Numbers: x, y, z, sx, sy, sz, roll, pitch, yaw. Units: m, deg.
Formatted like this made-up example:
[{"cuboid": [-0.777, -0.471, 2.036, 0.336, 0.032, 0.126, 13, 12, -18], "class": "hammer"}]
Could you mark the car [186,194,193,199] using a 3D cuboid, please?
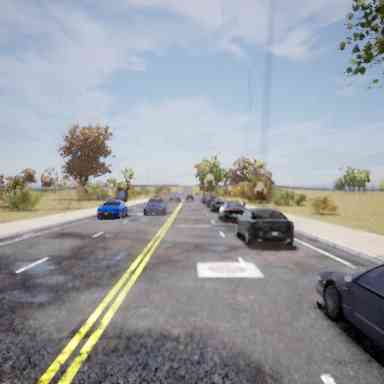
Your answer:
[{"cuboid": [-0.626, 1.170, 95.378, 2.033, 1.411, 5.357, 0, 0, 0], "class": "car"}]

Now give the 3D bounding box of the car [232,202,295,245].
[{"cuboid": [3.225, 1.458, 15.394, 1.882, 1.535, 5.008, 0, 0, 0], "class": "car"}]

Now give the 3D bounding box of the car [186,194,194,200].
[{"cuboid": [-0.492, 1.236, 79.379, 1.812, 1.442, 4.674, 0, 0, 0], "class": "car"}]

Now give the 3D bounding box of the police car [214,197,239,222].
[{"cuboid": [3.177, 1.468, 26.405, 2.038, 1.542, 4.974, 0, 0, 0], "class": "police car"}]

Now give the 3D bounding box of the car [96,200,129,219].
[{"cuboid": [-6.683, 1.438, 28.379, 1.882, 1.535, 5.008, 0, 0, 0], "class": "car"}]

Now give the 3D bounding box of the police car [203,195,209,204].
[{"cuboid": [3.013, 1.342, 48.530, 1.930, 1.638, 5.238, 0, 0, 0], "class": "police car"}]

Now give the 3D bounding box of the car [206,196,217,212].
[{"cuboid": [3.105, 1.445, 37.446, 2.163, 1.488, 4.792, 0, 0, 0], "class": "car"}]

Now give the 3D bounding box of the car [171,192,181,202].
[{"cuboid": [-3.689, 1.036, 72.532, 2.150, 2.045, 5.566, 0, 0, 0], "class": "car"}]

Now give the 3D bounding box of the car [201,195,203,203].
[{"cuboid": [2.921, 1.394, 59.450, 2.163, 1.488, 4.792, 0, 0, 0], "class": "car"}]

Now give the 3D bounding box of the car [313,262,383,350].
[{"cuboid": [3.344, 1.543, 4.113, 2.033, 1.411, 5.357, 0, 0, -1], "class": "car"}]

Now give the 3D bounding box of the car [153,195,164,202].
[{"cuboid": [-6.917, 1.347, 69.903, 1.837, 1.490, 4.892, 0, 0, 0], "class": "car"}]

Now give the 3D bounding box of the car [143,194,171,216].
[{"cuboid": [-3.454, 1.304, 32.293, 2.097, 1.767, 4.553, 0, 0, 0], "class": "car"}]

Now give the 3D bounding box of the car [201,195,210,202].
[{"cuboid": [2.829, 1.364, 70.420, 1.837, 1.490, 4.892, 0, 0, 0], "class": "car"}]
